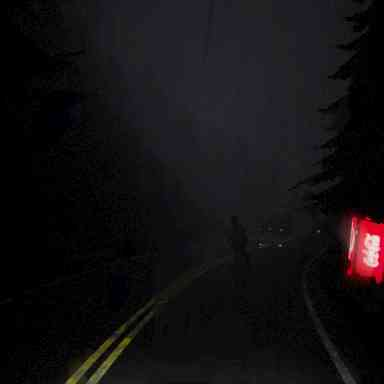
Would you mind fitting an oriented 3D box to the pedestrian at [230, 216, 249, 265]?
[{"bbox_3d":[1.739,1.752,12.362,0.375,1.860,0.375,-5,-1,21],"label":"pedestrian"}]

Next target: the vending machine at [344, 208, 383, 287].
[{"bbox_3d":[5.320,1.615,10.031,1.100,2.100,0.880,5,3,20],"label":"vending machine"}]

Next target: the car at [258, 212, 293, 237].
[{"bbox_3d":[7.673,2.862,29.949,2.150,2.045,5.566,1,-4,27],"label":"car"}]

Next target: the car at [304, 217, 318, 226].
[{"bbox_3d":[21.626,5.350,60.539,2.128,1.511,4.902,0,-4,17],"label":"car"}]

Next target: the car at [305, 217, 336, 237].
[{"bbox_3d":[12.220,3.387,31.383,1.837,1.490,4.892,0,-4,27],"label":"car"}]

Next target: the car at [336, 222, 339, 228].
[{"bbox_3d":[17.062,4.105,41.310,1.837,1.490,4.892,0,-4,26],"label":"car"}]
